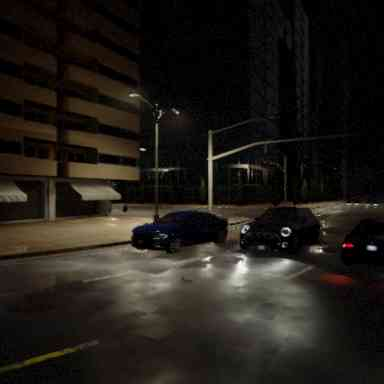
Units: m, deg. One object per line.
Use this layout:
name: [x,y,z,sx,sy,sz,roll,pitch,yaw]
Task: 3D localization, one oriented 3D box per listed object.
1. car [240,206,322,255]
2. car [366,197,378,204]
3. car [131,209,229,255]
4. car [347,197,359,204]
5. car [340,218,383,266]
car: [3.777,1.407,13.723,2.097,1.767,4.553,0,0,36]
car: [37.478,1.784,69.157,1.812,1.442,4.674,0,0,31]
car: [-0.340,1.538,14.049,1.882,1.535,5.008,0,0,38]
car: [34.475,1.794,70.954,1.812,1.442,4.674,0,0,31]
car: [6.411,1.590,11.125,2.033,1.411,5.357,0,0,36]
